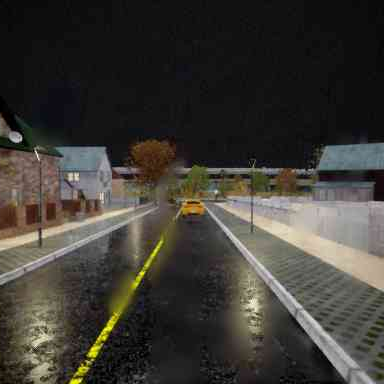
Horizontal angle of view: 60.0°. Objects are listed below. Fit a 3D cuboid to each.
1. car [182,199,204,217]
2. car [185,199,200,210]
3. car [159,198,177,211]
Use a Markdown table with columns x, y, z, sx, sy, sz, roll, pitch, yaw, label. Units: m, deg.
| x | y | z | sx | sy | sz | roll | pitch | yaw | label |
| --- | --- | --- | --- | --- | --- | --- | --- | --- | --- |
| 0.099 | 1.470 | 31.428 | 1.882 | 1.535 | 5.008 | 0 | 0 | 0 | car |
| 0.096 | 1.601 | 43.143 | 1.895 | 1.301 | 4.718 | 0 | 0 | 1 | car |
| -2.752 | 1.440 | 39.664 | 1.812 | 1.442 | 4.674 | 0 | 0 | 0 | car |
